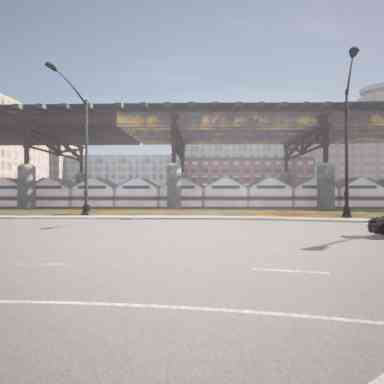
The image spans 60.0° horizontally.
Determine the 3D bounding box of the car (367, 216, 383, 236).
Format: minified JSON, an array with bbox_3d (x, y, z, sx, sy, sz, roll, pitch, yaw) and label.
[{"bbox_3d":[11.193,1.466,15.876,5.008,1.535,1.882,0,-1,23],"label":"car"}]
